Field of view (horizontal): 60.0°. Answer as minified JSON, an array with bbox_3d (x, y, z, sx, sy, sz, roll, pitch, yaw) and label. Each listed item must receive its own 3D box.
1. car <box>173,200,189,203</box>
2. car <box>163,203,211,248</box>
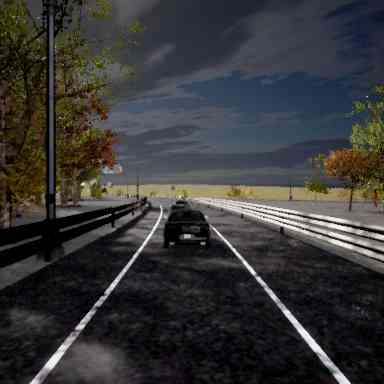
[{"bbox_3d":[-1.010,1.509,29.777,1.837,1.490,4.892,0,0,-4],"label":"car"},{"bbox_3d":[-0.253,1.479,14.733,1.882,1.535,5.008,0,0,-2],"label":"car"}]
